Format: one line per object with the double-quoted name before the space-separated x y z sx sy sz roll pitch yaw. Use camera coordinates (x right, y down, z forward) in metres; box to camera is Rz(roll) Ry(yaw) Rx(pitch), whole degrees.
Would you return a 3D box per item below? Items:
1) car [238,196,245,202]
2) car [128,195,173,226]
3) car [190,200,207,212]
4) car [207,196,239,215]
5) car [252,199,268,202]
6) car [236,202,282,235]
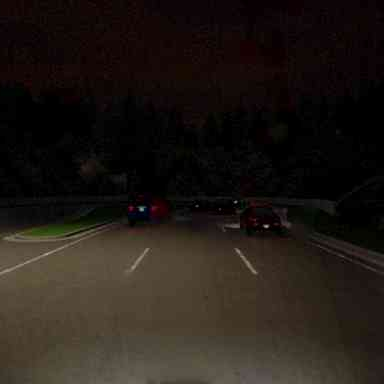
"car" 5.972 1.352 44.083 2.097 1.767 4.553 0 0 13
"car" -2.818 1.219 23.605 2.150 2.045 5.566 0 0 7
"car" 1.109 1.564 39.128 1.994 1.385 4.181 0 0 16
"car" 3.296 1.478 33.955 1.882 1.535 5.008 0 0 16
"car" 7.232 1.478 35.110 1.882 1.535 5.008 0 0 16
"car" 3.811 1.526 18.886 1.812 1.442 4.674 0 0 2
